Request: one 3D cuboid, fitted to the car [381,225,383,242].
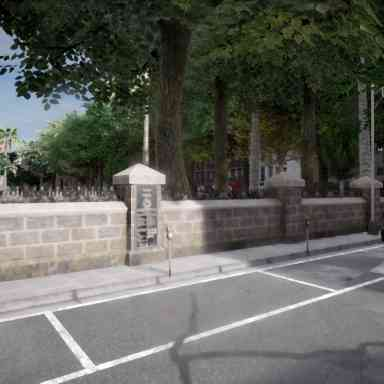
[{"bbox_3d":[9.700,1.310,13.463,5.009,1.841,2.192,0,0,-36],"label":"car"}]
